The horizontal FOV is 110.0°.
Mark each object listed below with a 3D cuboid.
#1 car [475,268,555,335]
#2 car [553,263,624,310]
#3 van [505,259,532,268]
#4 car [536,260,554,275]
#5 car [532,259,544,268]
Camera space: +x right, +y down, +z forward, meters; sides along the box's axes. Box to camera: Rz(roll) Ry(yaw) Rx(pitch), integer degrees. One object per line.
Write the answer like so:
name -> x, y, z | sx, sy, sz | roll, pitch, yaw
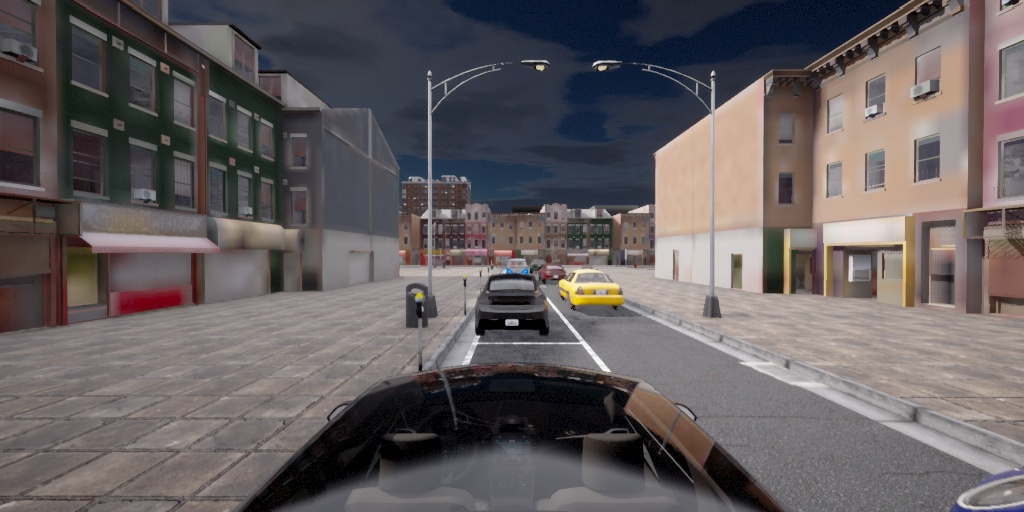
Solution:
car -> 0.000, 1.253, 10.501 | 1.837, 1.490, 4.892 | 0, 0, 0
car -> 3.019, 1.208, 14.695 | 1.801, 1.575, 5.366 | 0, 0, 0
van -> 0.382, 1.095, 27.349 | 1.690, 1.789, 3.998 | 0, 0, 0
car -> 3.102, 1.280, 27.611 | 1.812, 1.442, 4.674 | 0, 0, 0
car -> 3.104, 1.117, 43.170 | 2.097, 1.767, 4.553 | 0, 0, 0
